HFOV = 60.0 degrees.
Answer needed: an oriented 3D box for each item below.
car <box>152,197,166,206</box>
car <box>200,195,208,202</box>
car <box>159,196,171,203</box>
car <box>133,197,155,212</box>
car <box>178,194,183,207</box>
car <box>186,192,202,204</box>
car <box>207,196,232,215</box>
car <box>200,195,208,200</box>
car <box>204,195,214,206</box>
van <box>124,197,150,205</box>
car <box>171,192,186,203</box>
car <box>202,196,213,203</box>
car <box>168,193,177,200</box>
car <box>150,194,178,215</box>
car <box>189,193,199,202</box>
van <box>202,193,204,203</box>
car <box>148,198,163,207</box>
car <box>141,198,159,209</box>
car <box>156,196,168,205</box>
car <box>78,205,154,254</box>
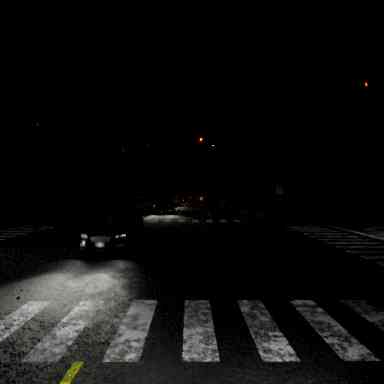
[{"bbox_3d":[-5.510,1.568,56.142,1.947,1.339,4.313,0,0,0],"label":"car"},{"bbox_3d":[2.846,1.452,79.604,1.801,1.575,5.366,0,0,0],"label":"car"},{"bbox_3d":[-5.439,1.566,67.478,1.947,1.339,4.313,0,0,0],"label":"car"},{"bbox_3d":[-5.617,1.442,39.137,1.967,1.590,4.097,0,0,0],"label":"car"},{"bbox_3d":[-2.784,1.480,50.319,1.882,1.535,5.008,0,0,0],"label":"car"},{"bbox_3d":[0.395,1.222,63.440,2.150,2.045,5.566,0,0,0],"label":"car"},{"bbox_3d":[2.872,1.442,33.418,1.967,1.590,4.097,0,0,0],"label":"car"},{"bbox_3d":[3.230,1.557,90.110,1.947,1.339,4.313,0,0,0],"label":"car"},{"bbox_3d":[2.944,1.443,44.756,1.967,1.590,4.097,0,0,0],"label":"car"},{"bbox_3d":[-5.653,1.343,33.469,1.690,1.788,3.998,0,0,0],"label":"van"},{"bbox_3d":[-2.578,1.275,67.986,2.150,2.045,5.566,0,0,0],"label":"car"},{"bbox_3d":[3.087,1.551,67.433,2.008,1.369,4.403,0,0,0],"label":"car"},{"bbox_3d":[-5.296,1.306,90.151,2.192,1.841,5.009,0,0,0],"label":"car"},{"bbox_3d":[-2.891,1.354,34.129,2.097,1.767,4.553,0,0,0],"label":"car"},{"bbox_3d":[0.459,1.185,73.800,2.097,1.767,4.553,0,0,0],"label":"car"},{"bbox_3d":[3.015,1.343,56.094,1.690,1.788,3.998,0,0,0],"label":"van"},{"bbox_3d":[-5.546,1.584,50.474,1.802,1.307,4.206,0,0,0],"label":"car"},{"bbox_3d":[-5.582,1.568,44.806,1.947,1.339,4.313,0,0,0],"label":"car"},{"bbox_3d":[-5.476,1.526,61.640,1.752,1.417,4.829,0,0,0],"label":"car"},{"bbox_3d":[-3.046,1.490,13.509,2.128,1.511,4.902,0,0,0],"label":"car"}]
